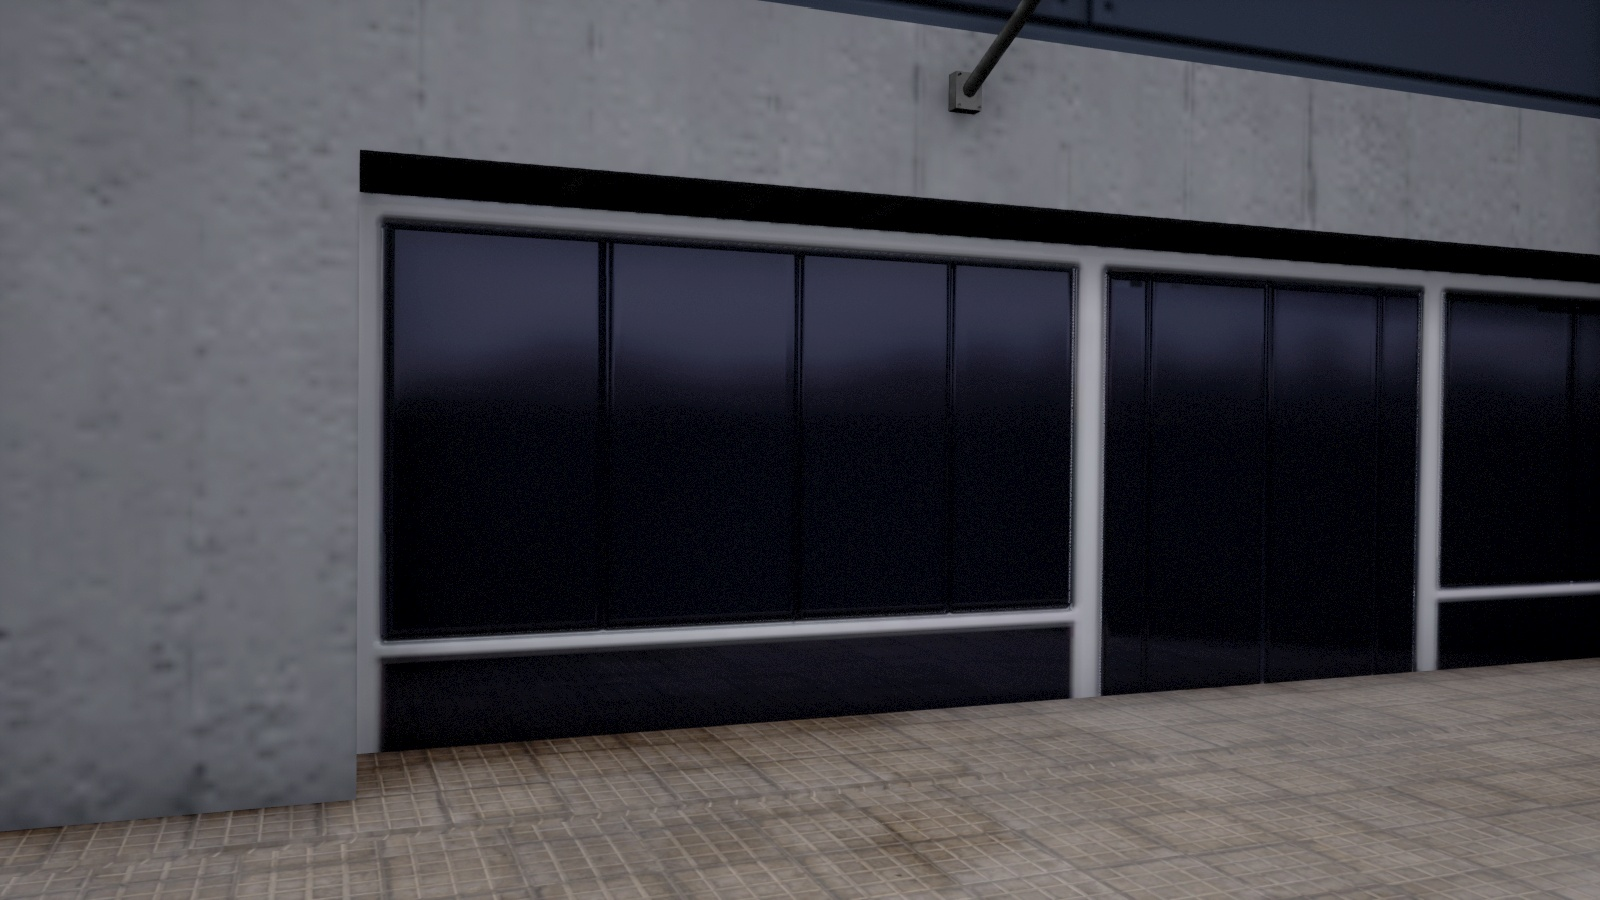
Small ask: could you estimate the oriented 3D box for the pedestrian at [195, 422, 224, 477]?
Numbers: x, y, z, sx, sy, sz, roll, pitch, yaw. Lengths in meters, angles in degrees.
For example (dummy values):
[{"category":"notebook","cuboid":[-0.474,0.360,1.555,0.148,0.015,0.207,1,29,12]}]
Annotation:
[{"category":"pedestrian","cuboid":[-20.487,-0.034,43.563,0.849,1.883,0.563,-1,1,-26]}]
